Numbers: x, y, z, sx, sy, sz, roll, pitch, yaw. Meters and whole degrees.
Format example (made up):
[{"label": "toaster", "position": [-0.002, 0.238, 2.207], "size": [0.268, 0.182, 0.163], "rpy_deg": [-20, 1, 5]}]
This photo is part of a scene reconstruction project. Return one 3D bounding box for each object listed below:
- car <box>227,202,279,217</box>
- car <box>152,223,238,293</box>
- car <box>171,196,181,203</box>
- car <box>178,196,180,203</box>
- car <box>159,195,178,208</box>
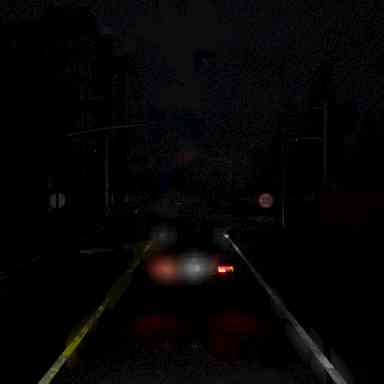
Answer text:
[{"label": "car", "position": [5.584, 1.592, 30.869], "size": [4.718, 1.301, 1.895], "rpy_deg": [0, 0, 10]}, {"label": "car", "position": [0.074, 1.547, 8.964], "size": [2.033, 1.411, 5.357], "rpy_deg": [0, 0, 0]}, {"label": "car", "position": [-3.383, 1.504, 69.209], "size": [1.837, 1.490, 4.892], "rpy_deg": [0, 0, 0]}, {"label": "car", "position": [-3.481, 1.504, 57.506], "size": [1.837, 1.490, 4.892], "rpy_deg": [0, 0, 0]}, {"label": "car", "position": [-3.510, 1.547, 47.446], "size": [2.033, 1.411, 5.357], "rpy_deg": [0, 0, 0]}]
